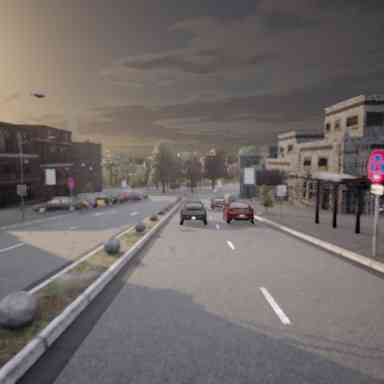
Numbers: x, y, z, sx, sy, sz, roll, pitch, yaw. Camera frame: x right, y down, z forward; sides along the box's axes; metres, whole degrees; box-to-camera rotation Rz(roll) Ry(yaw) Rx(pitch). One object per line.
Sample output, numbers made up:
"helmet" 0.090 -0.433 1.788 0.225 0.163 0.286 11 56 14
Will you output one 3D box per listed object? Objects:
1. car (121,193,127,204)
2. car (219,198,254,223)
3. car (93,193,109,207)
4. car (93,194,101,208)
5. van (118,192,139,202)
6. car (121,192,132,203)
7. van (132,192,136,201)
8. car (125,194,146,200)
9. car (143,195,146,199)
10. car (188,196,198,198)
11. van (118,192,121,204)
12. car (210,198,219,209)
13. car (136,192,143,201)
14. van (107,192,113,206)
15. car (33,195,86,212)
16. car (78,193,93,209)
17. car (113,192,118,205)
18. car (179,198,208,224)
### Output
"car" -14.053 1.338 56.169 4.892 1.521 2.231 -1 0 -20
"car" 3.356 1.438 24.799 1.882 1.535 5.008 0 0 0
"car" -14.210 1.370 43.914 5.366 1.575 1.946 -1 0 -20
"car" -14.057 1.409 40.920 4.792 1.488 2.163 -1 0 -20
"van" -14.204 1.063 74.398 4.442 1.987 1.878 -1 0 -20
"car" -14.092 1.078 59.199 5.566 2.045 2.435 -1 0 -20
"van" -13.970 1.085 65.348 4.442 1.987 1.878 -1 0 -20
"car" -14.100 1.264 83.576 4.892 1.521 2.231 -1 0 -20
"car" -14.104 1.311 80.534 4.674 1.452 2.002 -1 0 -20
"car" 0.113 1.284 41.686 2.097 1.767 4.553 0 0 0
"van" -14.163 1.121 53.077 4.442 1.987 1.878 -1 0 -20
"car" 3.363 1.457 42.891 1.812 1.442 4.674 0 0 0
"car" -14.065 1.044 71.411 5.566 2.045 2.435 -1 0 -20
"van" -13.936 1.135 47.074 4.442 1.987 1.878 -1 0 -20
"car" -13.991 1.400 34.834 4.892 1.521 2.231 -1 0 -20
"car" -14.051 1.264 37.877 4.553 1.767 2.185 -1 0 -20
"car" -14.018 1.228 50.083 4.553 1.767 2.185 -1 0 -20
"car" 0.107 1.466 24.310 1.837 1.490 4.892 0 0 0
